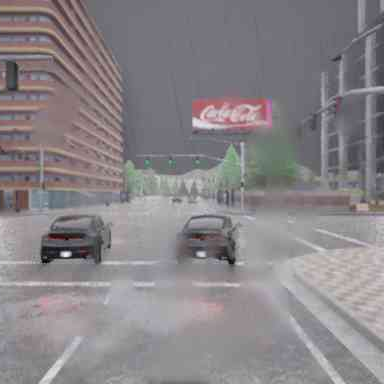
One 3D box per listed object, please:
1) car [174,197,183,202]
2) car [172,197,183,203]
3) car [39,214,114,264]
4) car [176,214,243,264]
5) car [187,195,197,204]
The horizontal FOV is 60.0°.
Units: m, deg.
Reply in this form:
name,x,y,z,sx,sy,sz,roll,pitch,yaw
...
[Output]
name,x,y,z,sx,sy,sz,roll,pitch,yaw
car,-3.472,1.886,84.221,1.895,1.301,4.718,0,0,-6
car,-3.472,1.804,75.115,1.837,1.490,4.892,0,0,0
car,-4.047,1.557,12.112,1.837,1.490,4.892,0,0,-9
car,0.724,1.556,12.072,1.837,1.490,4.892,-1,0,10
car,0.028,1.896,74.559,1.895,1.301,4.718,0,0,0
